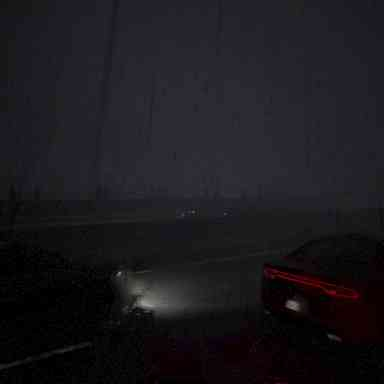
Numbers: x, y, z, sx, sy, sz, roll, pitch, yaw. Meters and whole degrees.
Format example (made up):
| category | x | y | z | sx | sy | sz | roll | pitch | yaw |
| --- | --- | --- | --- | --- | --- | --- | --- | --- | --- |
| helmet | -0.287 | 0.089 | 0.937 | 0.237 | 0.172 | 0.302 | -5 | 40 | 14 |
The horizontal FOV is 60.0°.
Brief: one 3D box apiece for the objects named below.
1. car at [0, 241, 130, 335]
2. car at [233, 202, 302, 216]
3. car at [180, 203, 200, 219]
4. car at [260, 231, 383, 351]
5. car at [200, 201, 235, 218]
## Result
| category | x | y | z | sx | sy | sz | roll | pitch | yaw |
| --- | --- | --- | --- | --- | --- | --- | --- | --- | --- |
| car | -3.216 | 1.564 | 5.752 | 4.181 | 1.385 | 1.994 | 0 | 0 | -36 |
| car | 5.024 | 1.518 | 20.484 | 4.674 | 1.442 | 1.812 | 0 | 0 | -36 |
| car | 1.326 | 1.483 | 26.443 | 4.902 | 1.511 | 2.128 | 0 | 0 | -36 |
| car | 3.466 | 1.474 | 6.223 | 5.008 | 1.535 | 1.882 | 0 | 0 | -36 |
| car | 3.370 | 1.483 | 23.603 | 4.902 | 1.511 | 2.128 | 0 | 0 | -36 |
